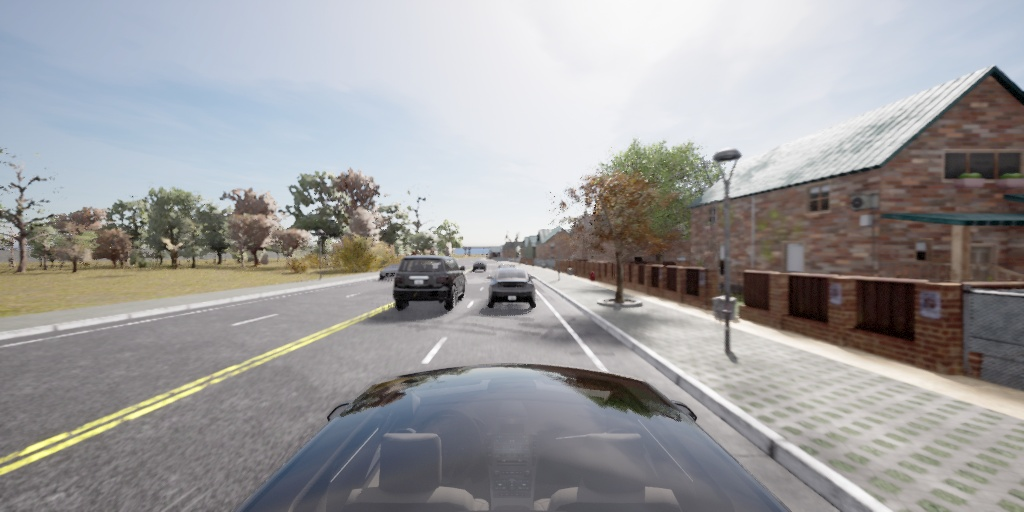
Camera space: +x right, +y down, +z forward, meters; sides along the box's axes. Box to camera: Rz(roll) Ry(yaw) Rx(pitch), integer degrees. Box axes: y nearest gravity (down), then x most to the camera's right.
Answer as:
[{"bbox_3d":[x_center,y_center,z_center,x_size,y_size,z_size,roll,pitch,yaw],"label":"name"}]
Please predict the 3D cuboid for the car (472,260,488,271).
[{"bbox_3d":[-4.485,1.366,50.141,1.837,1.490,4.892,0,0,-3],"label":"car"}]

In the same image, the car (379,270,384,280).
[{"bbox_3d":[-10.273,1.404,31.859,1.994,1.385,4.181,0,0,-2],"label":"car"}]

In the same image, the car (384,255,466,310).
[{"bbox_3d":[-3.258,1.003,15.071,2.150,2.045,5.566,0,0,-1],"label":"car"}]

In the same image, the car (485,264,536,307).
[{"bbox_3d":[-0.027,1.285,15.556,1.837,1.490,4.892,0,0,-1],"label":"car"}]
